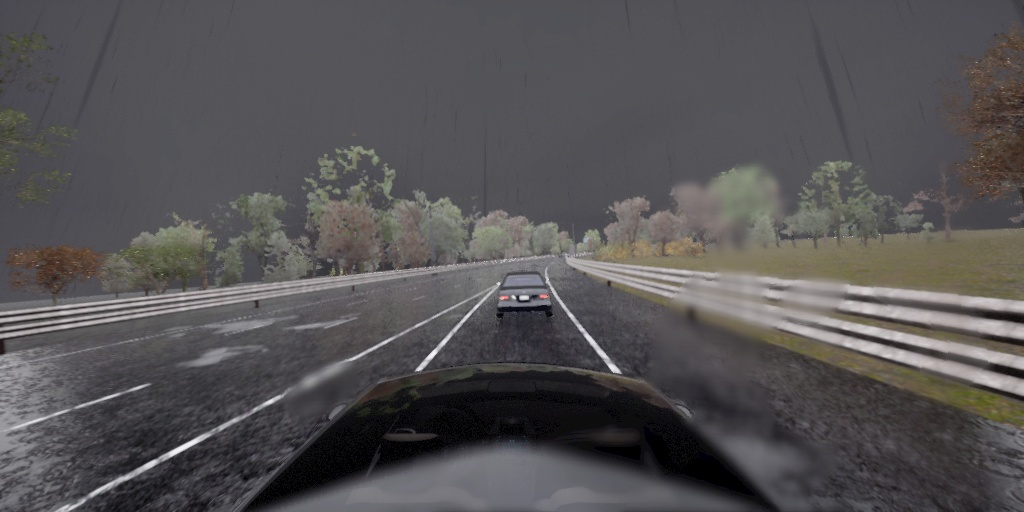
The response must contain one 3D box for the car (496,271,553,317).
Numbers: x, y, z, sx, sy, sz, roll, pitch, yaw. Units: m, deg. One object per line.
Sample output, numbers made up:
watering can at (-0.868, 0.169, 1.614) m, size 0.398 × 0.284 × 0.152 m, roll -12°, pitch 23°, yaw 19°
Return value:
car at (0.424, 1.259, 13.064) m, size 2.033 × 1.411 × 5.357 m, roll -2°, pitch 0°, yaw 1°
